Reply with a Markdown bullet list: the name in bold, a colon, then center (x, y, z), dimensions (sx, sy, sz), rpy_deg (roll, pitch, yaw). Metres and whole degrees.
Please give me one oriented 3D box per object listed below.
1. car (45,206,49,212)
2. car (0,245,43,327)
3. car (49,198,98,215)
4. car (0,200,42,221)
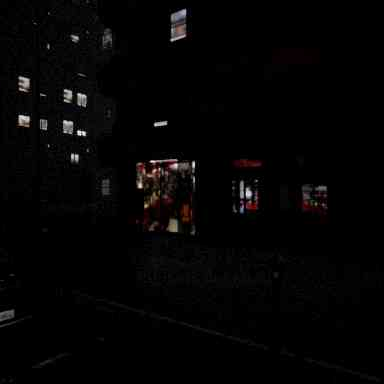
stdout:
- **car**: center (-14.039, 1.350, 26.071), dimensions (2.008, 1.369, 4.403), rpy_deg (1, 1, 35)
- **car**: center (-4.473, 1.551, 6.062), dimensions (4.403, 1.369, 2.008), rpy_deg (0, 0, 35)
- **car**: center (-10.949, 1.250, 30.497), dimensions (1.752, 1.417, 4.829), rpy_deg (1, 1, 35)
- **car**: center (-13.222, 1.429, 22.980), dimensions (1.895, 1.301, 4.718), rpy_deg (0, 1, 38)
